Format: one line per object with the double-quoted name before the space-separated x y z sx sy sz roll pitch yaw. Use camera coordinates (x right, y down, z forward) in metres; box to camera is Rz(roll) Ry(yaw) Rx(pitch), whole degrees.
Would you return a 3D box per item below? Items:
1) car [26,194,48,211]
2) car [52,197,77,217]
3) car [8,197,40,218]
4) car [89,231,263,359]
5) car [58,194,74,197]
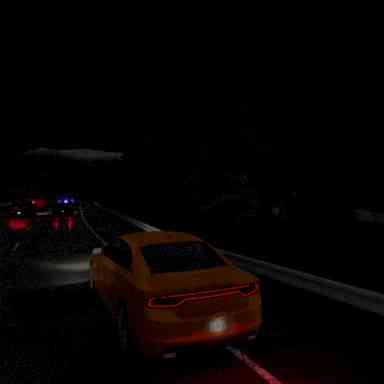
"car" -18.746 1.221 39.969 2.150 2.045 5.566 0 0 -19
"car" -12.119 1.491 31.495 2.128 1.511 4.902 0 0 -19
"car" -15.288 1.505 30.091 1.837 1.490 4.892 0 0 -20
"car" -0.725 1.478 6.312 1.882 1.535 5.008 0 0 -25
"car" -15.587 1.221 41.377 2.150 2.045 5.566 0 0 -19
